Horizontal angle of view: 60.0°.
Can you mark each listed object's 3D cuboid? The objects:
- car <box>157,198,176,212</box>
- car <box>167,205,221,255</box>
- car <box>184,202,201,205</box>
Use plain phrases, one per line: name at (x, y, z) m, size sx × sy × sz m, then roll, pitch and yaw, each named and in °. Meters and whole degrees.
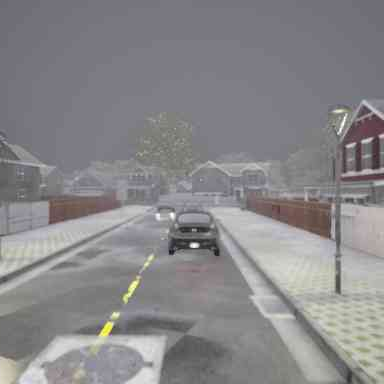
car at (-2.813, 1.412, 37.344) m, size 1.837 × 1.490 × 4.892 m, roll 0°, pitch 0°, yaw 0°
car at (0.080, 1.470, 13.170) m, size 1.837 × 1.490 × 4.892 m, roll 0°, pitch 0°, yaw 0°
car at (0.041, 1.520, 30.163) m, size 1.895 × 1.301 × 4.718 m, roll 0°, pitch 0°, yaw 0°
